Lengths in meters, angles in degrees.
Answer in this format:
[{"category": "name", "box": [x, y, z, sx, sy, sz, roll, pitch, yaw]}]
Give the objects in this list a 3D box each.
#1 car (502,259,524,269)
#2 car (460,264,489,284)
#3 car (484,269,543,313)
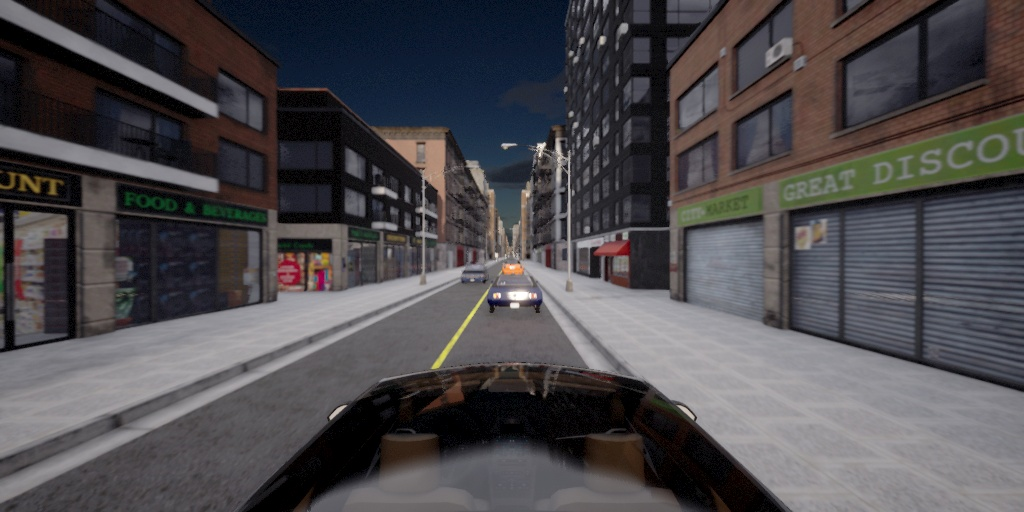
[{"category": "car", "box": [0.093, 1.124, 36.208, 2.097, 1.767, 4.553, 0, 0, 0]}, {"category": "car", "box": [-2.757, 1.314, 27.602, 2.033, 1.411, 5.357, 0, 0, 0]}, {"category": "car", "box": [0.099, 1.359, 14.126, 1.895, 1.301, 4.718, 0, 0, 0]}]
